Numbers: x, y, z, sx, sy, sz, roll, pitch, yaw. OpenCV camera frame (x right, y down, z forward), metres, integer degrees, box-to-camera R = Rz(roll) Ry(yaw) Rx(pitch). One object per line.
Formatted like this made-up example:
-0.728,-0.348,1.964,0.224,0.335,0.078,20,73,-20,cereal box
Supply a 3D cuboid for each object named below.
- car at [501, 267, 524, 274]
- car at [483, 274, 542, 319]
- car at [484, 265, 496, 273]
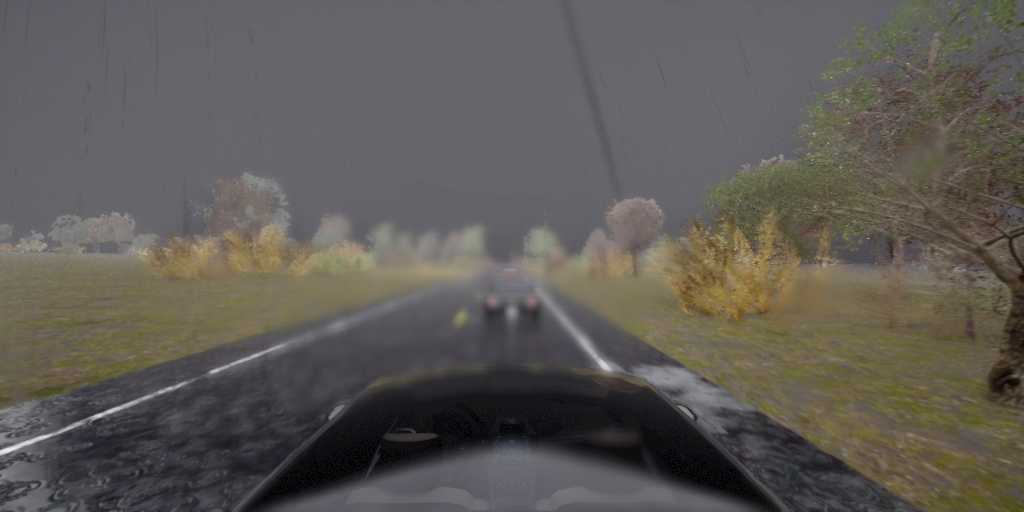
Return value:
0.041,1.652,29.845,1.812,1.442,4.674,0,-1,1,car
0.034,1.509,13.555,1.895,1.301,4.718,0,-1,1,car
-3.573,2.128,58.595,1.895,1.301,4.718,0,-1,0,car
